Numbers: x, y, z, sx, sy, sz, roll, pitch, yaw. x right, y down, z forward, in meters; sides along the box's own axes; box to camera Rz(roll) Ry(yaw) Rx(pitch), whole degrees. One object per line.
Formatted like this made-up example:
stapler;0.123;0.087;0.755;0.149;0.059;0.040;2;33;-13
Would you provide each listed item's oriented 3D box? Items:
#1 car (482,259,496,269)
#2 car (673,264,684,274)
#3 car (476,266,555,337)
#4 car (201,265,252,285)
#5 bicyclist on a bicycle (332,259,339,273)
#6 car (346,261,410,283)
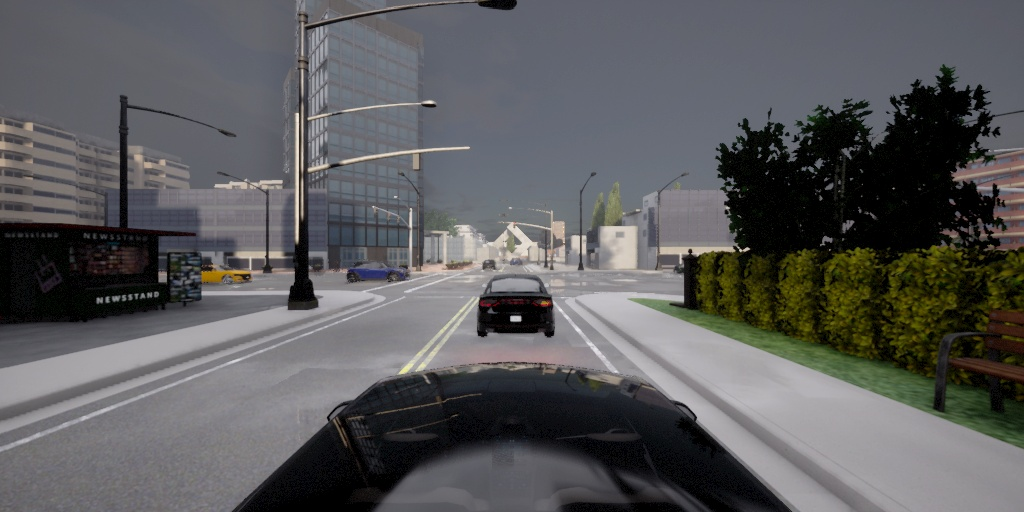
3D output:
car;-3.393;1.260;54.158;1.882;1.535;5.008;0;0;0
car;19.978;1.081;38.828;4.553;1.767;2.097;0;0;0
car;0.107;1.233;10.377;1.882;1.535;5.008;0;0;1
car;-23.125;1.426;27.950;5.008;1.535;1.882;-1;0;0
bicyclist on a bicycle;-21.833;1.242;44.430;0.582;1.620;1.656;-1;0;0
car;-10.409;1.173;28.065;4.553;1.767;2.097;0;0;-1
